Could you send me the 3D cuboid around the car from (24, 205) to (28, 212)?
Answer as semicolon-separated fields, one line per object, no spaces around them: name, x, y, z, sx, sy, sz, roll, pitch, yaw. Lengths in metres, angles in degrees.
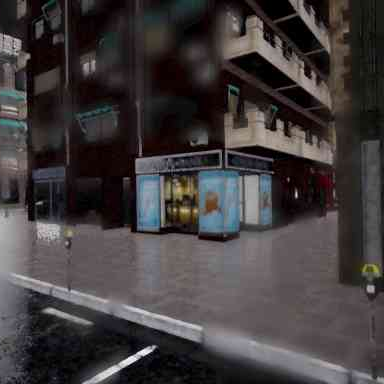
car;-12.579;1.288;30.218;1.752;1.417;4.829;-1;0;36
